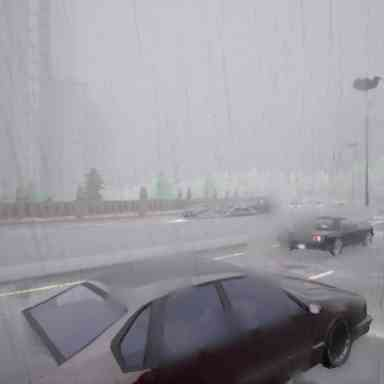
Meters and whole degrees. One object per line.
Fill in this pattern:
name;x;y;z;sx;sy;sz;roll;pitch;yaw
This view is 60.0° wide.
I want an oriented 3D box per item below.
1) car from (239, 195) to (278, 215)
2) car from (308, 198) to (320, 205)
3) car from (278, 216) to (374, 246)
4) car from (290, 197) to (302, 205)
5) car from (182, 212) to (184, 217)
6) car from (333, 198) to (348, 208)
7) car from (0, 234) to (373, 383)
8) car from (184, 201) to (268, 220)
car;5.464;1.291;28.679;2.150;2.045;5.566;0;0;40
car;23.743;1.817;64.661;1.812;1.442;4.674;0;0;14
car;5.471;1.615;13.175;4.718;1.301;1.895;0;0;-43
car;20.165;1.663;64.782;2.097;1.767;4.553;0;-1;15
car;1.077;1.641;29.003;1.994;1.385;4.181;0;0;41
car;23.943;1.670;53.688;1.882;1.535;5.008;0;0;21
car;0.030;1.554;3.936;5.357;1.411;2.033;0;0;-37
car;2.172;1.532;20.032;4.902;1.511;2.128;0;0;-45
